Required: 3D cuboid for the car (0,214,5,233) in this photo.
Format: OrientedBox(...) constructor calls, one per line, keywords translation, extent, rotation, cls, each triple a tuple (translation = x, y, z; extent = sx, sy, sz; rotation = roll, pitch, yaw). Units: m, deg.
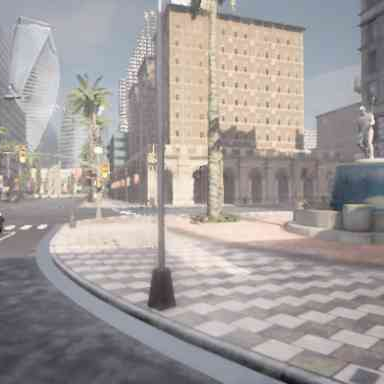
OrientedBox(translation=(-11.245, 1.578, 17.439), extent=(1.882, 1.535, 5.008), rotation=(0, 0, -19), cls="car")
